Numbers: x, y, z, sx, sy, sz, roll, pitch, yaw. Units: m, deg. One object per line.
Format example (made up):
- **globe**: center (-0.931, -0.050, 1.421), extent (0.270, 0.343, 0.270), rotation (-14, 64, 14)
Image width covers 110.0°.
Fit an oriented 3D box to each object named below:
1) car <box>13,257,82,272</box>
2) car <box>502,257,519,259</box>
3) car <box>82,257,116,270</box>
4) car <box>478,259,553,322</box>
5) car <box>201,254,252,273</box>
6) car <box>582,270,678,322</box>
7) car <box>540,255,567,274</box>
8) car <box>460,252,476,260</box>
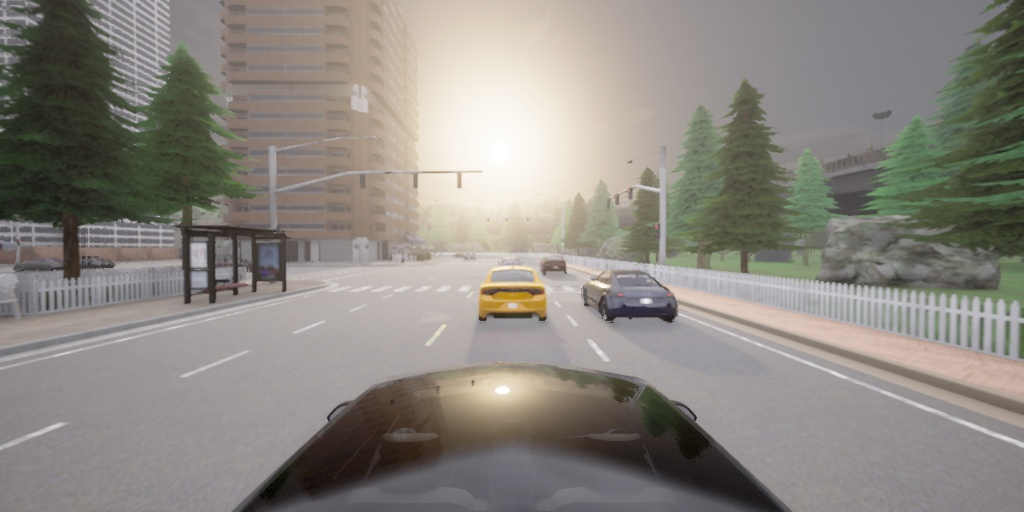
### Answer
- **car**: center (-45.447, 0.826, 34.904), extent (4.181, 1.385, 1.994), rotation (0, 1, 0)
- **car**: center (-0.106, 0.806, 26.113), extent (1.812, 1.442, 4.674), rotation (0, 1, 0)
- **car**: center (-45.374, 0.757, 38.404), extent (4.181, 1.385, 1.994), rotation (0, 1, -1)
- **car**: center (0.012, 1.036, 11.432), extent (1.882, 1.535, 5.008), rotation (0, 1, 0)
- **car**: center (-24.891, 0.632, 31.503), extent (4.553, 1.767, 2.097), rotation (0, 1, 0)
- **car**: center (3.513, 1.114, 11.405), extent (1.994, 1.385, 4.181), rotation (0, 1, 0)
- **car**: center (3.373, 0.663, 30.127), extent (1.882, 1.535, 5.008), rotation (0, 1, 0)
- **car**: center (-7.540, 0.015, 64.966), extent (2.128, 1.511, 4.902), rotation (0, 1, 0)
